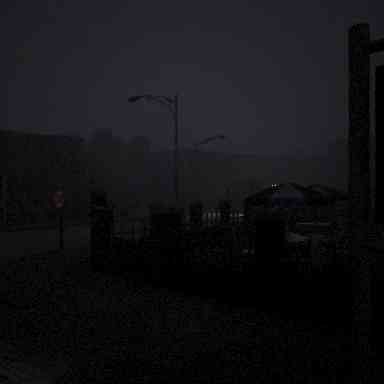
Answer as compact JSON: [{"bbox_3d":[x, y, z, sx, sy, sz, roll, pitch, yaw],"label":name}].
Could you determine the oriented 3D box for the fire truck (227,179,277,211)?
[{"bbox_3d":[7.504,0.368,40.459,2.891,3.827,8.468,0,0,35],"label":"fire truck"}]

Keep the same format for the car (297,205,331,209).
[{"bbox_3d":[16.277,1.572,45.707,5.357,1.411,2.033,0,0,-2],"label":"car"}]
